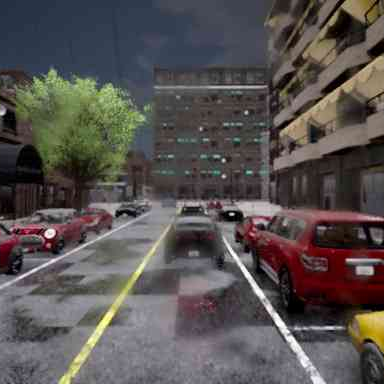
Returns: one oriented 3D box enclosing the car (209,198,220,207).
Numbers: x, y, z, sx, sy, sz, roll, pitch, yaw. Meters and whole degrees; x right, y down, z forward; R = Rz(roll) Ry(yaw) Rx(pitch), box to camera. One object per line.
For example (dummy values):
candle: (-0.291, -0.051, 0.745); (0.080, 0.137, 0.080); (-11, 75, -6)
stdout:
car: (2.753, 1.424, 41.714); (1.967, 1.590, 4.097); (1, 0, 0)

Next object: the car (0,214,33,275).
car: (-5.641, 1.436, 7.538); (1.967, 1.590, 4.097); (1, 0, 0)

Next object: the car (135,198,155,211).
car: (-5.813, 1.509, 41.490); (1.752, 1.417, 4.829); (1, 0, 0)

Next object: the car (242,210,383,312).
car: (2.707, 1.311, 7.598); (2.192, 1.841, 5.009); (1, 0, 0)

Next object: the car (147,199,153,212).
car: (-5.643, 1.536, 35.973); (2.008, 1.369, 4.403); (1, 0, 0)

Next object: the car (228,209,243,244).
car: (2.703, 1.575, 13.284); (1.802, 1.307, 4.206); (1, 0, 0)

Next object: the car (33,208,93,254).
car: (-5.642, 1.433, 13.226); (1.967, 1.590, 4.097); (1, 0, 0)

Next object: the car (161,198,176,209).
car: (-3.041, 1.531, 44.926); (2.033, 1.411, 5.357); (0, 0, 1)

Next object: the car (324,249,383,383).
car: (2.704, 1.524, 2.080); (1.752, 1.417, 4.829); (1, 0, 0)

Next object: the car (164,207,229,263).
car: (0.071, 1.499, 11.892); (1.837, 1.490, 4.892); (0, 0, 0)

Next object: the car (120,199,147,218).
car: (-5.643, 1.552, 30.285); (1.947, 1.339, 4.313); (1, 0, 0)

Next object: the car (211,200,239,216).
car: (2.703, 1.554, 24.657); (1.947, 1.339, 4.313); (1, 0, 0)

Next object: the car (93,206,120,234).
car: (-5.644, 1.572, 18.912); (1.802, 1.307, 4.206); (1, 0, 0)

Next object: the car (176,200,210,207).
car: (0.070, 1.479, 26.808); (2.128, 1.511, 4.902); (0, 0, 0)
